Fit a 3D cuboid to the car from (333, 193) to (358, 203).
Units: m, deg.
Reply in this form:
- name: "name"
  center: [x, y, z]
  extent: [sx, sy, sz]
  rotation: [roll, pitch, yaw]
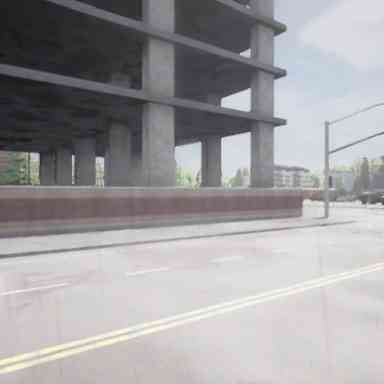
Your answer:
- name: "car"
  center: [30.211, 1.406, 65.370]
  extent: [3.806, 1.475, 1.970]
  rotation: [0, 0, -35]

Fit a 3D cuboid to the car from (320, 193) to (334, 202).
- name: "car"
  center: [28.539, 1.374, 67.733]
  extent: [3.905, 1.438, 1.784]
  rotation: [0, 0, -35]

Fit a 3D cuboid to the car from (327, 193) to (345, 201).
- name: "car"
  center: [36.035, 1.166, 83.127]
  extent: [4.605, 1.855, 1.932]
  rotation: [0, 0, -35]

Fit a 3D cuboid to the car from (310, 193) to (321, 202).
- name: "car"
  center: [26.948, 1.164, 69.895]
  extent: [4.605, 1.855, 1.932]
  rotation: [0, 0, -35]
